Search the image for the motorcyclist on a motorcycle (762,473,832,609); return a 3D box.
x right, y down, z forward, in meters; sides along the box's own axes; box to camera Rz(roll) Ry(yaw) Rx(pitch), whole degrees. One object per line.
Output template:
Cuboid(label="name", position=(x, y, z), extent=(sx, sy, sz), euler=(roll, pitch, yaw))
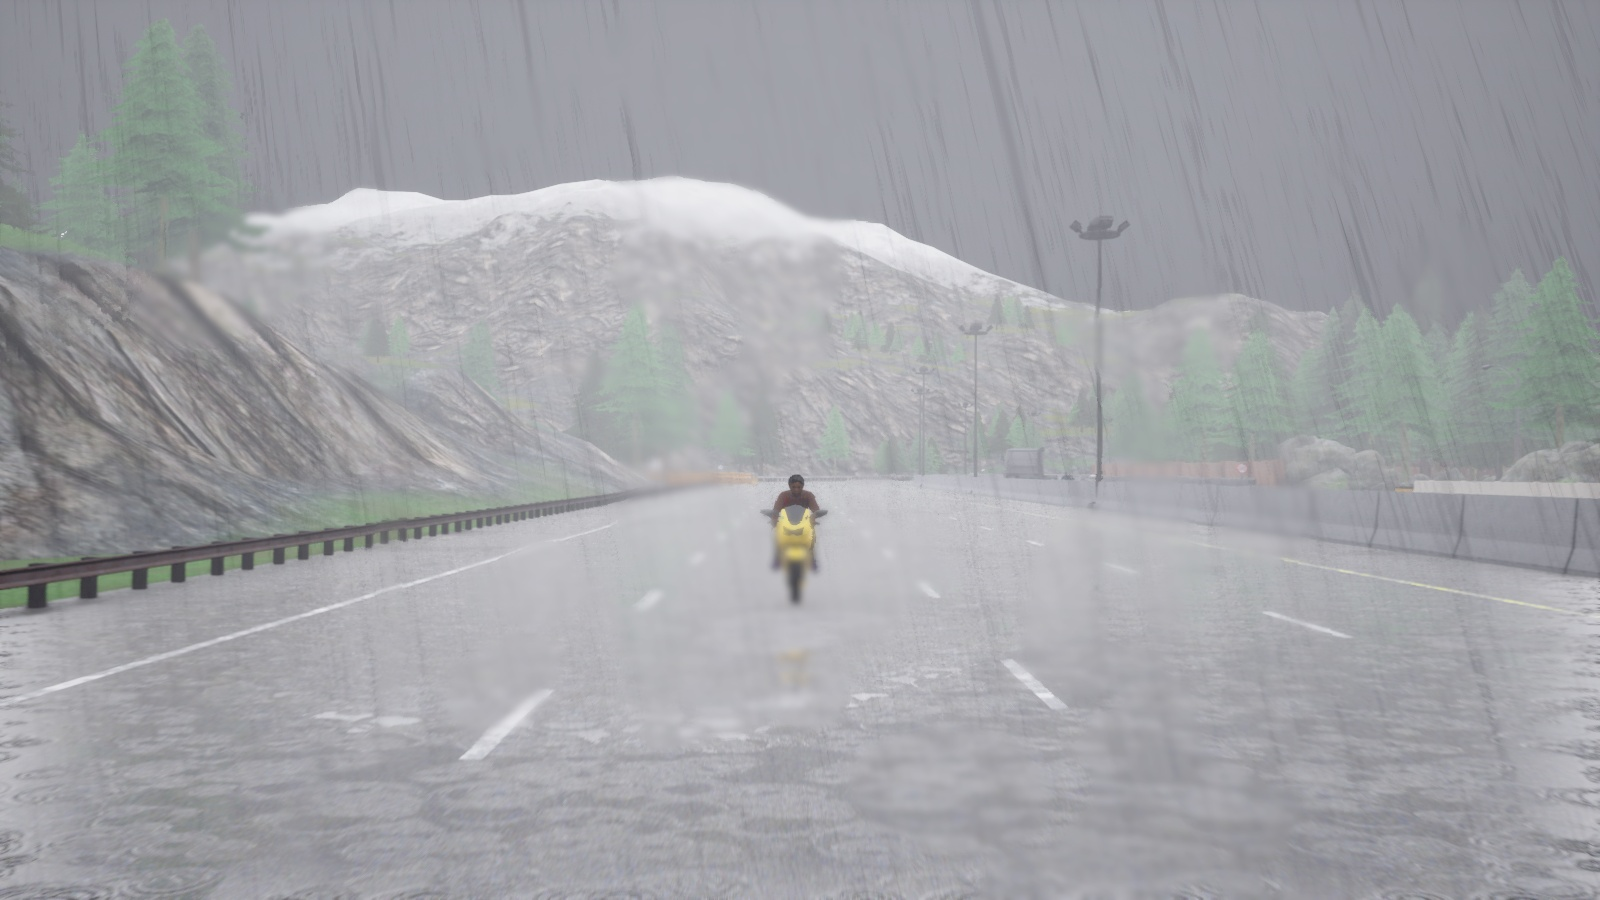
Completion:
Cuboid(label="motorcyclist on a motorcycle", position=(-0.037, 1.052, 15.269), extent=(0.797, 1.523, 2.044), euler=(0, -1, 0))

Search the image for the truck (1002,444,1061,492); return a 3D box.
Cuboid(label="truck", position=(17.268, 1.341, 94.230), extent=(2.891, 3.462, 7.936), euler=(0, -1, 0))
